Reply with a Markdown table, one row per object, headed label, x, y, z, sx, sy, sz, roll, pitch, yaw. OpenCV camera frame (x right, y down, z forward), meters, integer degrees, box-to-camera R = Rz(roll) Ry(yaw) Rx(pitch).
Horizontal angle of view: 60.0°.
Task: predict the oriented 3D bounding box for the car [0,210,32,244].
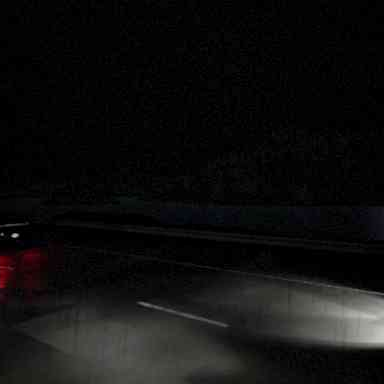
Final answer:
| label | x | y | z | sx | sy | sz | roll | pitch | yaw |
| --- | --- | --- | --- | --- | --- | --- | --- | --- | --- |
| car | -9.040 | 1.539 | 14.741 | 4.902 | 1.511 | 2.128 | 0 | 0 | 36 |
